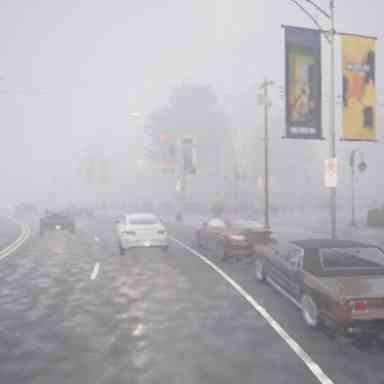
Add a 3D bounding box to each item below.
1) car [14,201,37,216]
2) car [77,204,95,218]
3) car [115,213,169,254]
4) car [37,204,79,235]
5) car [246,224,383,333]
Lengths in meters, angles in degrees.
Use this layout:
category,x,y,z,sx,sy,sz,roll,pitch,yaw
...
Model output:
category,x,y,z,sx,sy,sz,roll,pitch,yaw
car,-17.973,1.771,36.028,1.837,1.490,4.892,0,0,-34
car,-10.928,1.797,31.813,1.895,1.301,4.718,0,0,-33
car,-2.170,1.591,13.844,1.812,1.442,4.674,0,0,-15
car,-8.120,1.638,19.952,1.837,1.490,4.892,0,0,-24
car,2.684,1.598,6.855,1.895,1.301,4.718,0,0,-5
